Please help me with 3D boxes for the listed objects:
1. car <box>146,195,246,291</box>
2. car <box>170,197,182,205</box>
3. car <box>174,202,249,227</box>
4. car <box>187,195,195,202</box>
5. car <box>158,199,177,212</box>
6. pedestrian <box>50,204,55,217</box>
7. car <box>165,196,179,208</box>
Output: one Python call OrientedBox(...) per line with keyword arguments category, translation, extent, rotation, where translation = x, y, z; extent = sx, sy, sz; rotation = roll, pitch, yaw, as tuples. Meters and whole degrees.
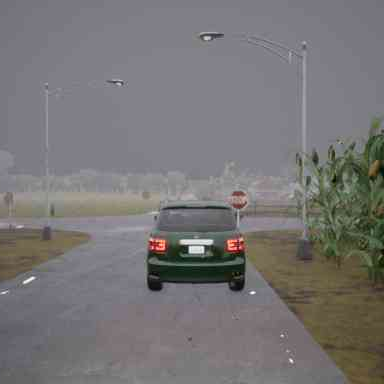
OrientedBox(category="car", translation=(0.087, 1.217, 9.161), extent=(2.150, 2.045, 5.566), rotation=(0, 0, 0))
OrientedBox(category="car", translation=(-2.939, 1.557, 61.136), extent=(1.994, 1.385, 4.181), rotation=(0, 0, 0))
OrientedBox(category="car", translation=(1.395, 1.498, 23.225), extent=(4.902, 1.511, 2.128), rotation=(1, 0, -34))
OrientedBox(category="car", translation=(-0.151, 1.479, 80.826), extent=(1.882, 1.535, 5.008), rotation=(0, 0, 0))
OrientedBox(category="car", translation=(-2.921, 1.552, 39.842), extent=(1.994, 1.385, 4.181), rotation=(0, 0, 0))
OrientedBox(category="pedestrian", translation=(-12.236, 1.612, 29.176), extent=(0.500, 1.100, 0.500), rotation=(0, 2, 0))
OrientedBox(category="car", translation=(-2.929, 1.468, 50.280), extent=(1.882, 1.535, 5.008), rotation=(0, 0, 0))
